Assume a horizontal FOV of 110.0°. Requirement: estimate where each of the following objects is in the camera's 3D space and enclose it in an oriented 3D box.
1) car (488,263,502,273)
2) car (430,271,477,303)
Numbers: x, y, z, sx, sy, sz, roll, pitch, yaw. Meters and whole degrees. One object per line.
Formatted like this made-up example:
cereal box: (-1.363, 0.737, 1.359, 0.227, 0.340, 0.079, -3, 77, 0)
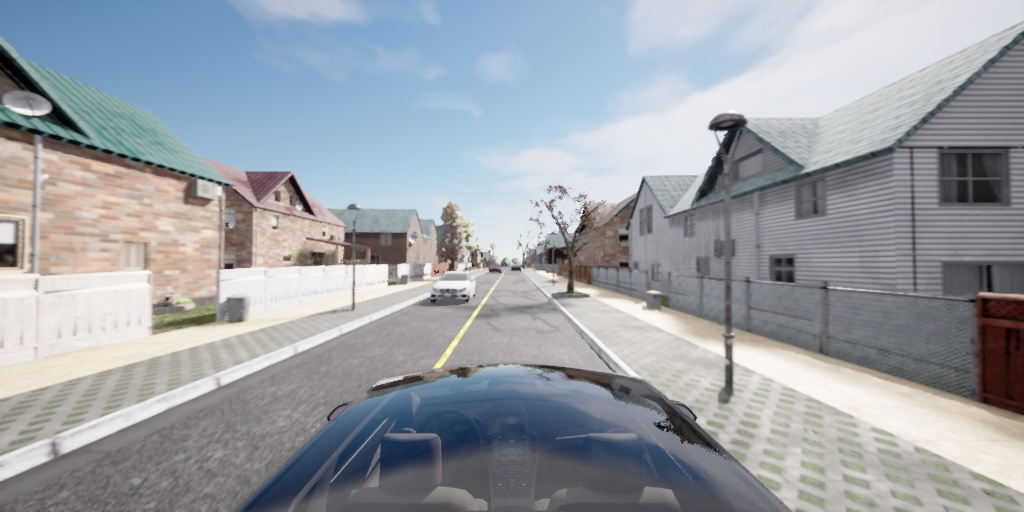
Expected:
car: (-2.801, 1.994, 59.959, 2.097, 1.767, 4.553, 0, -1, 0)
car: (-2.850, 1.497, 18.252, 1.812, 1.442, 4.674, 0, -1, 0)
